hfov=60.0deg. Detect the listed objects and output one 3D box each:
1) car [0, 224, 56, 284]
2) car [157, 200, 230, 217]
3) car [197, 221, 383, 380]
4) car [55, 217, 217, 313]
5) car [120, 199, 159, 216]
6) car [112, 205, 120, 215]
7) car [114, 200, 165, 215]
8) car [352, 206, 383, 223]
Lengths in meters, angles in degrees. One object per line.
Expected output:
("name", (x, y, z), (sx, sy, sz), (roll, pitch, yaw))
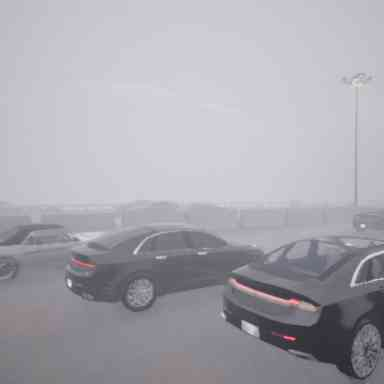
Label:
("car", (-3.902, 1.560, 9.472), (4.718, 1.301, 1.895), (0, 0, -35))
("car", (0.414, 1.502, 24.862), (5.357, 1.411, 2.033), (0, 0, -30))
("car", (2.744, 1.494, 5.482), (4.902, 1.511, 2.128), (0, 0, -34))
("car", (-0.298, 1.487, 7.655), (4.892, 1.490, 1.837), (0, 0, -34))
("car", (-2.931, 1.437, 26.898), (4.892, 1.490, 1.837), (0, 0, -31))
("car", (-4.681, 1.408, 29.927), (4.902, 1.511, 2.128), (0, 0, -31))
("car", (-5.328, 1.507, 33.645), (4.718, 1.301, 1.895), (0, 0, -30))
("car", (11.043, 1.527, 18.510), (4.892, 1.490, 1.837), (0, 0, -28))
